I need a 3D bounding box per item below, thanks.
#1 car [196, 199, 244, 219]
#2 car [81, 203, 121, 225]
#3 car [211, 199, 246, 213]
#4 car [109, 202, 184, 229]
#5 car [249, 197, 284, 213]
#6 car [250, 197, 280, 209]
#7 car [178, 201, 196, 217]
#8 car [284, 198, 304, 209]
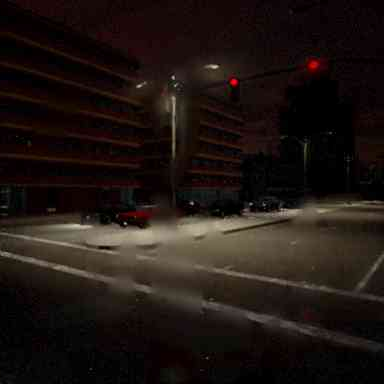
[{"bbox_3d":[2.725,1.416,29.069,1.882,1.535,5.008,0,0,36],"label":"car"},{"bbox_3d":[-5.658,1.481,23.370,1.994,1.385,4.181,0,0,36],"label":"car"},{"bbox_3d":[4.110,1.490,37.000,1.994,1.385,4.181,0,0,36],"label":"car"},{"bbox_3d":[-2.761,1.536,21.434,1.895,1.301,4.718,0,0,32],"label":"car"},{"bbox_3d":[8.002,1.297,36.430,2.097,1.767,4.553,0,0,36],"label":"car"},{"bbox_3d":[9.956,1.423,45.144,2.128,1.511,4.902,0,0,36],"label":"car"},{"bbox_3d":[-0.751,1.484,30.199,1.994,1.385,4.181,0,0,37],"label":"car"},{"bbox_3d":[13.645,1.514,44.277,1.994,1.385,4.181,0,0,36],"label":"car"}]
